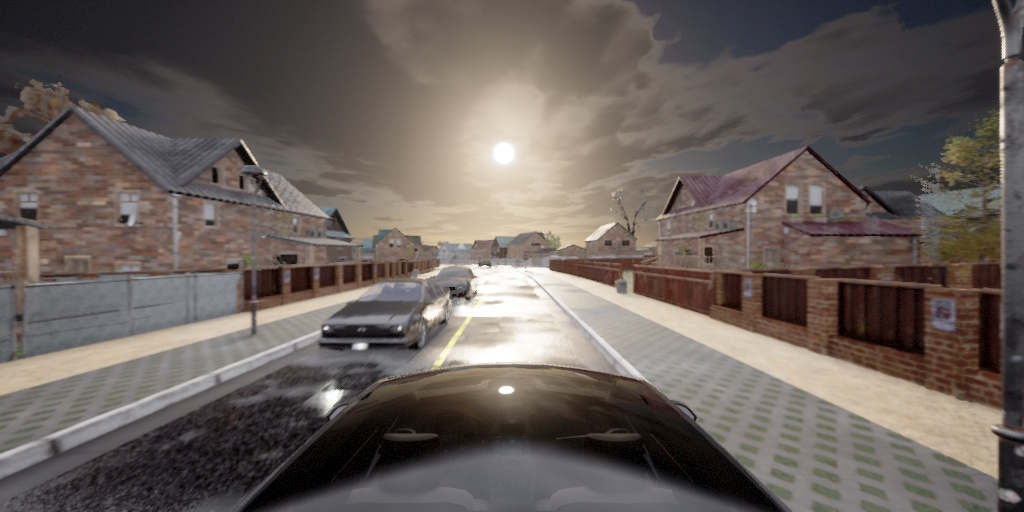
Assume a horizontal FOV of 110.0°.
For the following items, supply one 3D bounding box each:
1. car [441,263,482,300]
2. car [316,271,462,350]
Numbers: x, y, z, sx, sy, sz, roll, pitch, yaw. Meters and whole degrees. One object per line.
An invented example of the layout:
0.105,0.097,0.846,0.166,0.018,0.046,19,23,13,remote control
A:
-2.753,1.280,17.602,1.837,1.490,4.892,0,0,0,car
-2.802,1.296,9.318,2.033,1.411,5.357,0,0,0,car
